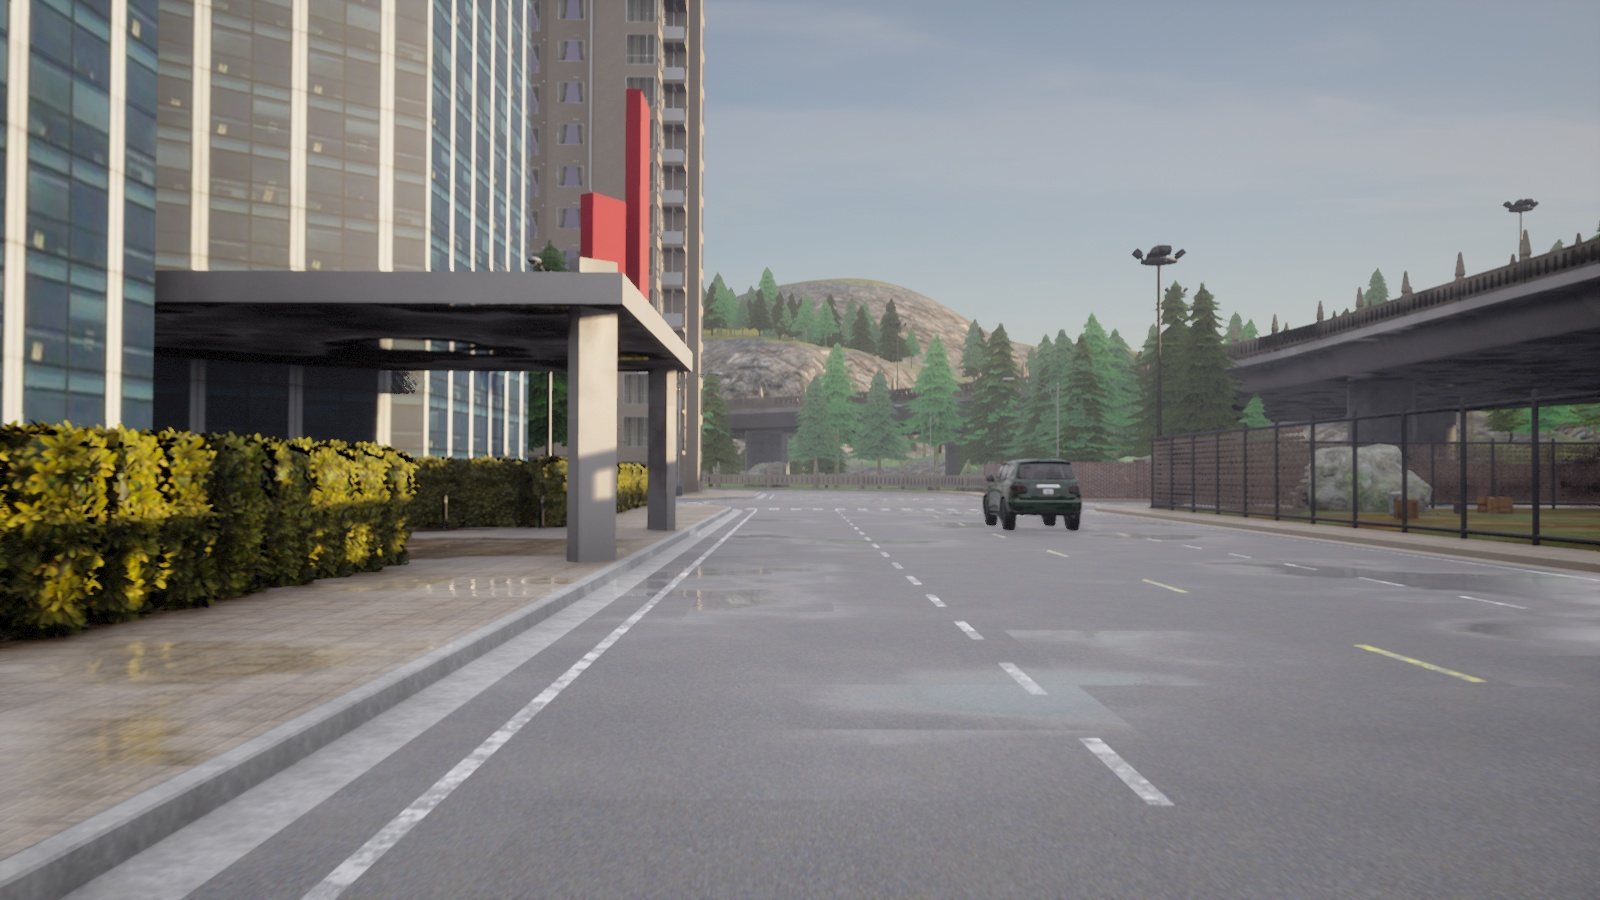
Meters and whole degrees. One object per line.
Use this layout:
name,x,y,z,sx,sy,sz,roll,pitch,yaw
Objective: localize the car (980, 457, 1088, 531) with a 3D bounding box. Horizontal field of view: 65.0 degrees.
car,6.906,1.266,37.691,2.150,2.045,5.566,0,-1,0
